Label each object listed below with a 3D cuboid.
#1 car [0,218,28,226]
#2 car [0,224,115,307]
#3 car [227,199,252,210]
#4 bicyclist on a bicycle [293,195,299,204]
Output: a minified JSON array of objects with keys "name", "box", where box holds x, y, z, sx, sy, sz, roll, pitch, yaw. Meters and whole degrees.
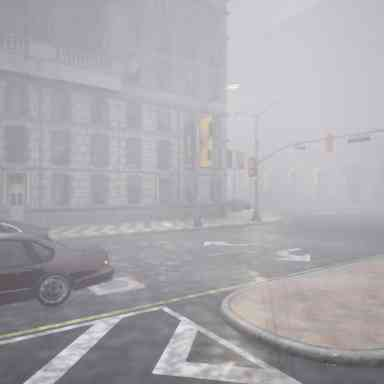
[{"name":"car","box":[-6.476,1.492,9.263,4.902,1.511,2.128,0,0,-37]},{"name":"car","box":[-4.286,1.547,6.480,5.357,1.411,2.033,0,0,-34]},{"name":"car","box":[5.737,1.563,43.157,1.994,1.385,4.181,0,0,-35]},{"name":"bicyclist on a bicycle","box":[17.913,1.299,57.126,1.656,1.620,0.582,0,0,-35]}]
